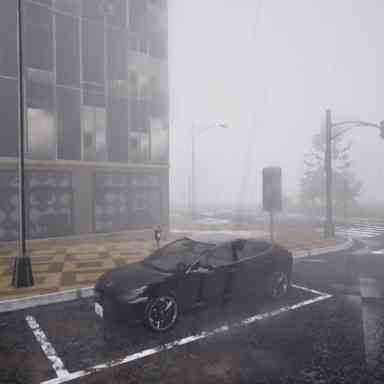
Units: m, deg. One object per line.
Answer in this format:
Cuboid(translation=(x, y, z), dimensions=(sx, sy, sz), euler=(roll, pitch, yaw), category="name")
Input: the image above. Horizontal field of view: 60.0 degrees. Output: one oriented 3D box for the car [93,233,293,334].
Cuboid(translation=(0.241, 1.565, 6.739), dimensions=(4.313, 1.339, 1.947), euler=(0, -1, -35), category="car")
